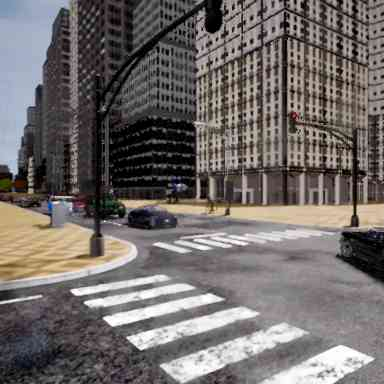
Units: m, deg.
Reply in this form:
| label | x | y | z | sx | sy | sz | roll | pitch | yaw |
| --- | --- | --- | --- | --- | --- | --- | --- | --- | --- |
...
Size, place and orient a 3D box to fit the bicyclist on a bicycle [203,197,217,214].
| label | x | y | z | sx | sy | sz | roll | pitch | yaw |
| --- | --- | --- | --- | --- | --- | --- | --- | --- | --- |
| bicyclist on a bicycle | 1.680 | 1.258 | 31.068 | 1.656 | 1.620 | 0.582 | 0 | 0 | -34 |

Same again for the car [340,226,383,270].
| label | x | y | z | sx | sy | sz | roll | pitch | yaw |
| --- | --- | --- | --- | --- | --- | --- | --- | --- | --- |
| car | 6.128 | 1.656 | 9.894 | 1.895 | 1.301 | 4.718 | 0 | 0 | 4 |

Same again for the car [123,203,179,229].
| label | x | y | z | sx | sy | sz | roll | pitch | yaw |
| --- | --- | --- | --- | --- | --- | --- | --- | --- | --- |
| car | -2.627 | 1.561 | 21.832 | 1.994 | 1.385 | 4.181 | 0 | 0 | -34 |

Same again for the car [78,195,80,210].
| label | x | y | z | sx | sy | sz | roll | pitch | yaw |
| --- | --- | --- | --- | --- | --- | --- | --- | --- | --- |
| car | -13.362 | 1.446 | 37.779 | 1.812 | 1.442 | 4.674 | 0 | 0 | -34 |

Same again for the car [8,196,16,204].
| label | x | y | z | sx | sy | sz | roll | pitch | yaw |
| --- | --- | --- | --- | --- | --- | --- | --- | --- | --- |
| car | -31.280 | 1.394 | 59.727 | 1.802 | 1.307 | 4.206 | 0 | 0 | -34 |

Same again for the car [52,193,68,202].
| label | x | y | z | sx | sy | sz | roll | pitch | yaw |
| --- | --- | --- | --- | --- | --- | --- | --- | --- | --- |
| car | -27.425 | 1.086 | 69.003 | 2.192 | 1.841 | 5.009 | 0 | 0 | -34 |

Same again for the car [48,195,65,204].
| label | x | y | z | sx | sy | sz | roll | pitch | yaw |
| --- | --- | --- | --- | --- | --- | --- | --- | --- | --- |
| car | -24.380 | 1.320 | 59.834 | 1.837 | 1.490 | 4.892 | 0 | 0 | -34 |

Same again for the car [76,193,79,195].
| label | x | y | z | sx | sy | sz | roll | pitch | yaw |
| --- | --- | --- | --- | --- | --- | --- | --- | --- | --- |
| car | -18.866 | 1.381 | 51.658 | 1.812 | 1.442 | 4.674 | 0 | 0 | -34 |

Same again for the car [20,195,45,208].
| label | x | y | z | sx | sy | sz | roll | pitch | yaw |
| --- | --- | --- | --- | --- | --- | --- | --- | --- | --- |
| car | -21.994 | 1.446 | 45.945 | 1.947 | 1.339 | 4.313 | 0 | 0 | -34 |

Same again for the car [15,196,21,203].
| label | x | y | z | sx | sy | sz | roll | pitch | yaw |
| --- | --- | --- | --- | --- | --- | --- | --- | --- | --- |
| car | -25.089 | 1.408 | 50.538 | 2.008 | 1.369 | 4.403 | 0 | 0 | -34 |

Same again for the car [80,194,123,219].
| label | x | y | z | sx | sy | sz | roll | pitch | yaw |
| --- | --- | --- | --- | --- | --- | --- | --- | --- | --- |
| car | -7.783 | 1.182 | 29.484 | 2.150 | 2.045 | 5.566 | 0 | 0 | -34 |

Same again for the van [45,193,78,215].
| label | x | y | z | sx | sy | sz | roll | pitch | yaw |
| --- | --- | --- | --- | --- | --- | --- | --- | --- | --- |
| van | -12.707 | 1.287 | 32.164 | 1.690 | 1.788 | 3.998 | 0 | 0 | -34 |

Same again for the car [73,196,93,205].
| label | x | y | z | sx | sy | sz | roll | pitch | yaw |
| --- | --- | --- | --- | --- | --- | --- | --- | --- | --- |
| car | -18.139 | 1.384 | 55.222 | 1.887 | 1.381 | 4.507 | 0 | 0 | -34 |

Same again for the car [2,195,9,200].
| label | x | y | z | sx | sy | sz | roll | pitch | yaw |
| --- | --- | --- | --- | --- | --- | --- | --- | --- | --- |
| car | -43.661 | 1.302 | 78.102 | 1.802 | 1.307 | 4.206 | 0 | 0 | -34 |

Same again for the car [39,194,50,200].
| label | x | y | z | sx | sy | sz | roll | pitch | yaw |
| --- | --- | --- | --- | --- | --- | --- | --- | --- | --- |
| car | -36.807 | 1.227 | 82.926 | 1.752 | 1.417 | 4.829 | 0 | 0 | -34 |

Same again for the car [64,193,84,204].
| label | x | y | z | sx | sy | sz | roll | pitch | yaw |
| --- | --- | --- | --- | --- | --- | --- | --- | --- | --- |
| car | -21.234 | 1.132 | 59.816 | 2.192 | 1.841 | 5.009 | 0 | 0 | -34 |
